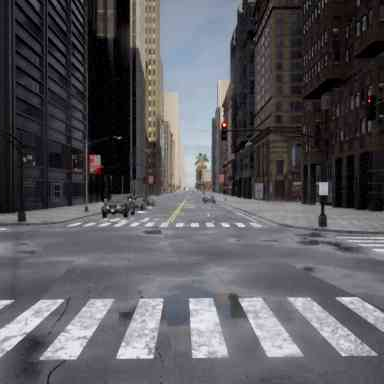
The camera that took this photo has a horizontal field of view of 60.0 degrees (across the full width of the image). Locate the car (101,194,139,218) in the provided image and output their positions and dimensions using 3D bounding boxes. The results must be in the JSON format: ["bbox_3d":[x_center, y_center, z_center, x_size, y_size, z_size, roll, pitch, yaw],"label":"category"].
[{"bbox_3d":[-6.646,1.191,30.607,2.150,2.045,5.566,0,0,0],"label":"car"}]

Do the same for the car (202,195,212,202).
[{"bbox_3d":[3.195,1.416,70.968,1.812,1.442,4.674,0,0,0],"label":"car"}]

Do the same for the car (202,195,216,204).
[{"bbox_3d":[3.250,1.438,61.047,1.812,1.442,4.674,0,0,0],"label":"car"}]

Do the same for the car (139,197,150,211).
[{"bbox_3d":[-6.653,1.456,40.481,1.837,1.490,4.892,0,0,0],"label":"car"}]

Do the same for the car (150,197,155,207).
[{"bbox_3d":[-6.677,1.497,50.504,1.994,1.385,4.181,0,0,-1],"label":"car"}]
